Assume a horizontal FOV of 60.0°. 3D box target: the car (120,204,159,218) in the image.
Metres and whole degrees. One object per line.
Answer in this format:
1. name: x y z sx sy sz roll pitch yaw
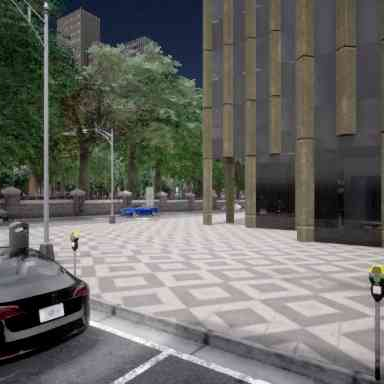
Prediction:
1. car: -5.866 2.064 37.280 1.882 1.535 5.008 0 -1 35

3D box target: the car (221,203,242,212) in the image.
1. car: 6.552 2.569 54.830 1.812 1.442 4.674 0 -1 35

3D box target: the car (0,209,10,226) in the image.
1. car: -15.385 1.731 23.238 2.128 1.511 4.902 0 -1 31

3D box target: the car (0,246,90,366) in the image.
1. car: -3.471 1.566 5.423 4.313 1.339 1.947 0 0 35
